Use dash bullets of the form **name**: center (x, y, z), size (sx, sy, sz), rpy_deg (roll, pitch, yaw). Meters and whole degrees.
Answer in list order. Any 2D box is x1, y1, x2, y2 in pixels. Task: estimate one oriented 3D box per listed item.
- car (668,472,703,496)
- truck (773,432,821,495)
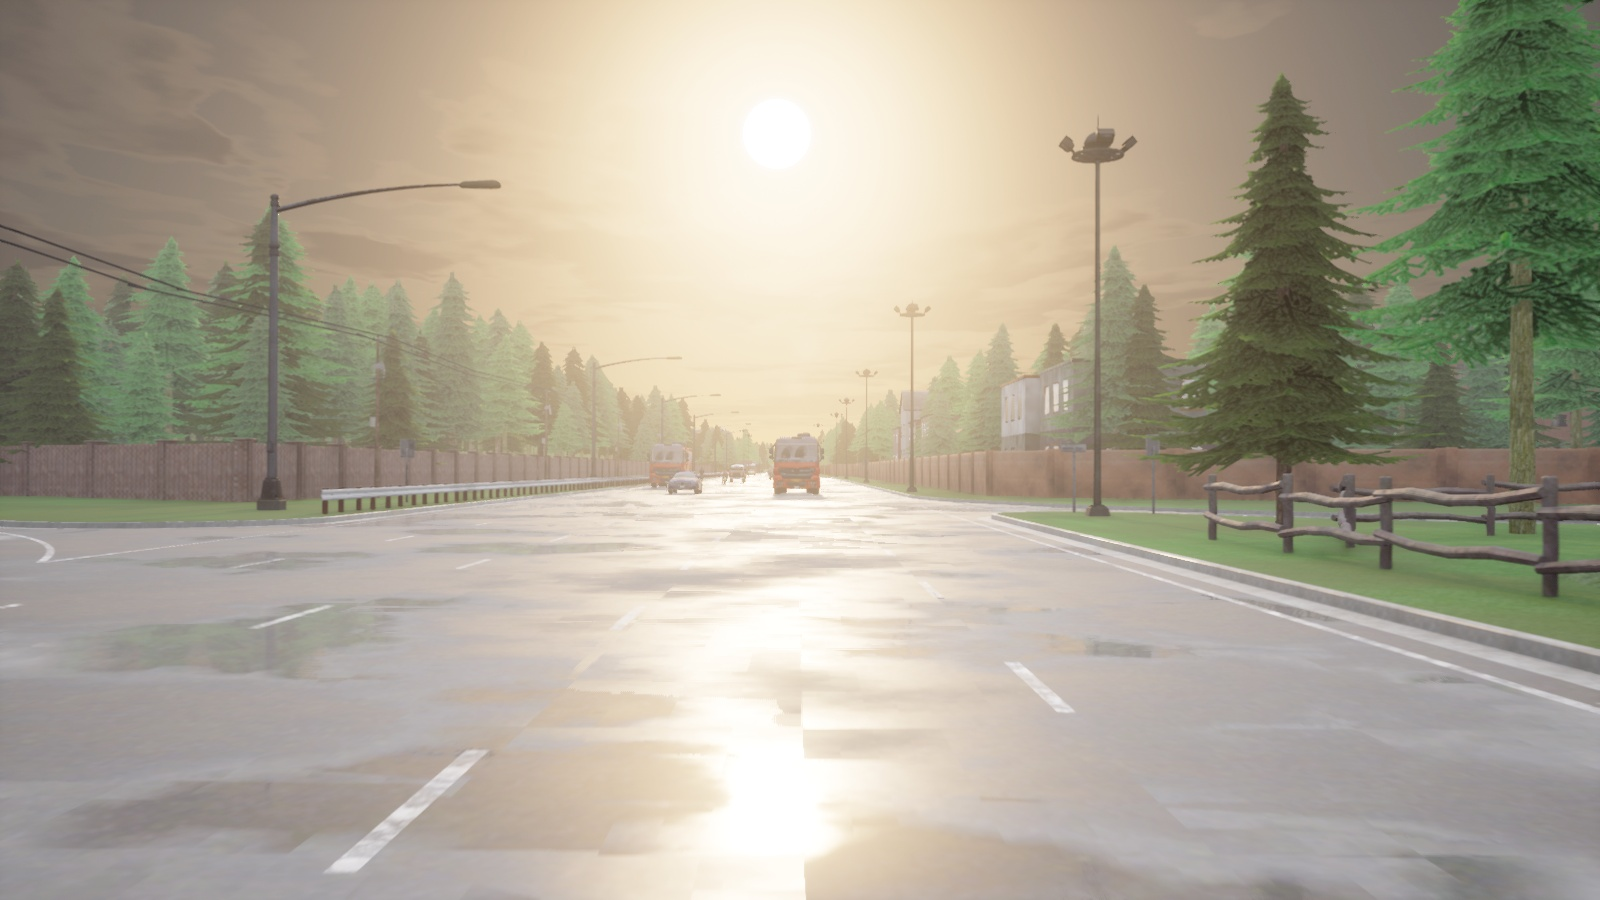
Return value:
- **car**: center (-7.189, 2.100, 79.170), size (1.812, 1.442, 4.674), rpy_deg (0, -1, 0)
- **truck**: center (-0.195, 0.897, 80.196), size (2.891, 3.827, 8.468), rpy_deg (0, -1, 0)
